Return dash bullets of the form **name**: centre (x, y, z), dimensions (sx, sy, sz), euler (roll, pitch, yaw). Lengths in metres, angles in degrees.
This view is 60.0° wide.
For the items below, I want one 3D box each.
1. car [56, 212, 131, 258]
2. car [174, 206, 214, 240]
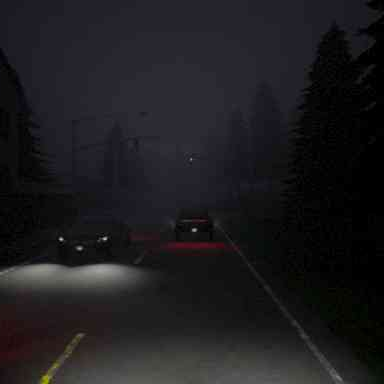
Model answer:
- **car**: centre (-3.556, 1.521, 12.878), dimensions (1.812, 1.442, 4.674), euler (0, 0, 0)
- **car**: centre (0.099, 1.484, 17.081), dimensions (2.128, 1.511, 4.902), euler (0, 0, 0)
